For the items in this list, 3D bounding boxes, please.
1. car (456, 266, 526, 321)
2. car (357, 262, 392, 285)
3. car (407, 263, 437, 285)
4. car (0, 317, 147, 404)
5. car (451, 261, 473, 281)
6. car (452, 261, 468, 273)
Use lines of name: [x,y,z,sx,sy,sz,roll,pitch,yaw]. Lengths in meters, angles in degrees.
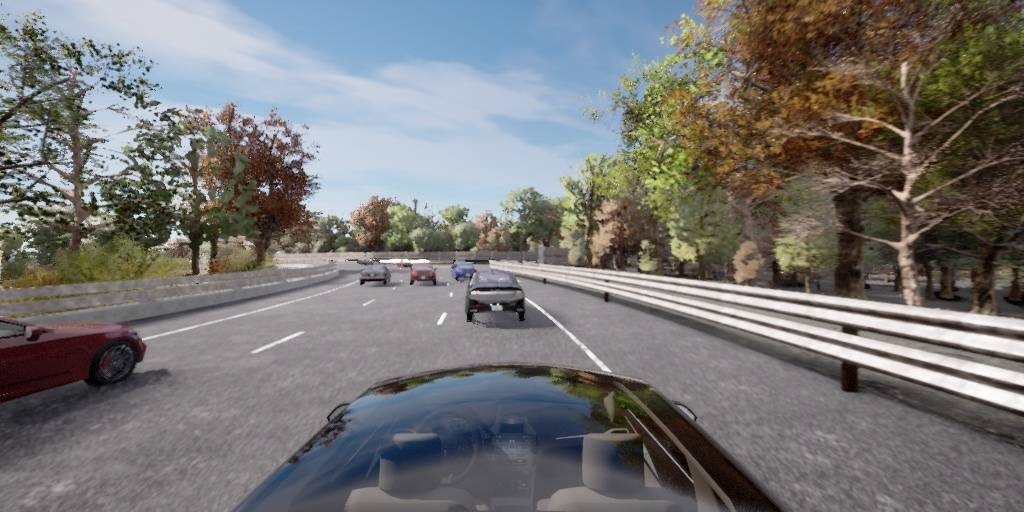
car: [-0.659,1.259,12.517,2.128,1.511,4.902,0,0,-6]
car: [-10.191,1.372,26.959,2.033,1.411,5.357,0,0,-14]
car: [-6.686,1.337,27.103,1.812,1.442,4.674,0,0,-13]
car: [-7.077,1.306,4.073,1.812,1.442,4.674,0,0,-1]
car: [-4.045,1.331,30.287,1.812,1.442,4.674,0,0,-15]
car: [-6.795,1.365,47.364,1.812,1.442,4.674,0,0,-6]
